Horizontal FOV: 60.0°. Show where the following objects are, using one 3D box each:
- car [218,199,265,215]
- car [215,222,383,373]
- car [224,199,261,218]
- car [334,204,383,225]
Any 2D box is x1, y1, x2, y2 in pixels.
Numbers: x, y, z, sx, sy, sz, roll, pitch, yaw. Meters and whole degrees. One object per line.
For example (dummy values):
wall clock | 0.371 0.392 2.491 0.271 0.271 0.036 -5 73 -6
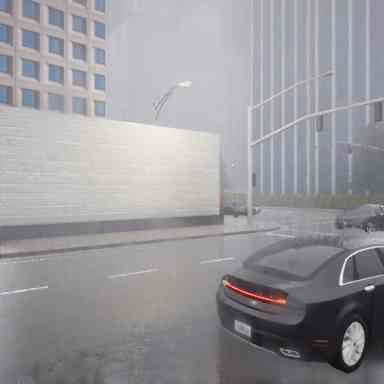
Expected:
car | 5.157 1.547 35.386 2.128 1.511 4.902 0 0 -36
car | 2.636 1.505 5.676 4.892 1.490 1.837 0 0 -35
car | 3.592 1.603 31.555 2.033 1.411 5.357 0 0 -36
car | 10.580 1.532 20.131 4.892 1.490 1.837 0 0 -35
